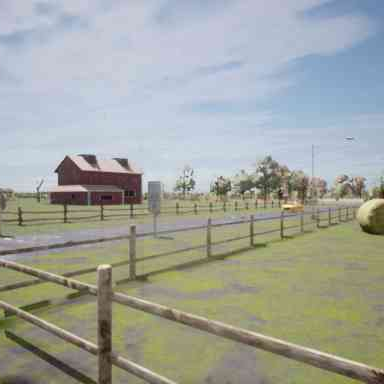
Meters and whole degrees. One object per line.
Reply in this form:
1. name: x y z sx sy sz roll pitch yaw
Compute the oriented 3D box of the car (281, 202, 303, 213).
1. car: 14.863 2.207 49.300 1.882 1.535 5.008 -1 -1 36
